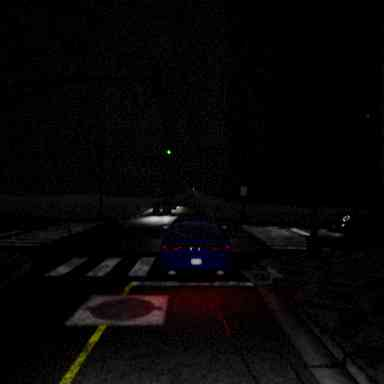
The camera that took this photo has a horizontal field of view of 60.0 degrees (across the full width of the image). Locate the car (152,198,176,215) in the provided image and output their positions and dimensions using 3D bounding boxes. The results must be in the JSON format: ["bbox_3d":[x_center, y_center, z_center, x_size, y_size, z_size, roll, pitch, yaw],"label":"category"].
[{"bbox_3d":[-3.097,1.554,34.989,2.128,1.511,4.902,0,0,-2],"label":"car"}]

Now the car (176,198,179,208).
[{"bbox_3d":[-3.073,1.586,45.227,1.837,1.490,4.892,0,0,0],"label":"car"}]

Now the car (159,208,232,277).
[{"bbox_3d":[0.101,1.496,10.360,1.882,1.535,5.008,0,0,0],"label":"car"}]

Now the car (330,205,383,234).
[{"bbox_3d":[10.959,1.575,20.387,4.553,1.767,2.097,1,0,0],"label":"car"}]
